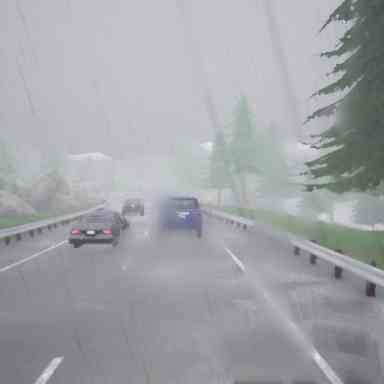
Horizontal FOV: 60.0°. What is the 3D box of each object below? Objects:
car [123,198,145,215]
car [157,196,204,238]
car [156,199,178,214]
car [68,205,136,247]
[{"bbox_3d":[-5.912,1.361,33.788,2.097,1.767,4.553,0,0,-8],"label":"car"},{"bbox_3d":[-0.650,1.223,17.815,2.150,2.045,5.566,0,0,-4],"label":"car"},{"bbox_3d":[-2.855,1.552,37.285,2.033,1.411,5.357,0,0,-9],"label":"car"},{"bbox_3d":[-3.943,1.554,14.939,2.033,1.411,5.357,0,0,-4],"label":"car"}]
